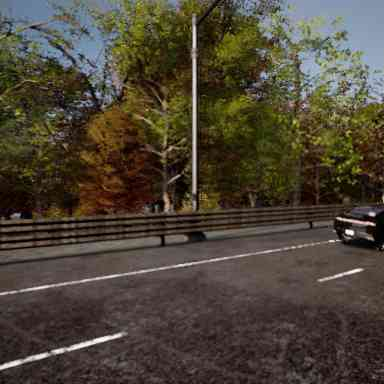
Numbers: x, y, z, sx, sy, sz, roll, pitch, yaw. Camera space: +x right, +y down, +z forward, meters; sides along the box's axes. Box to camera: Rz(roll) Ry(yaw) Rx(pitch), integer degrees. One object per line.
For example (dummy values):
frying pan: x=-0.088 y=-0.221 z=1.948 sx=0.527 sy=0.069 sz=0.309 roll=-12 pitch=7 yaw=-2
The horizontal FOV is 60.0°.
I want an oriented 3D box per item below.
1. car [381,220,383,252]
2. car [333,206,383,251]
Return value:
car: x=7.208 y=1.487 z=8.956 sx=4.674 sy=1.442 sz=1.812 roll=0 pitch=0 yaw=-36
car: x=7.782 y=1.353 z=13.662 sx=4.902 sy=1.511 sz=2.128 roll=2 pitch=4 yaw=-36
